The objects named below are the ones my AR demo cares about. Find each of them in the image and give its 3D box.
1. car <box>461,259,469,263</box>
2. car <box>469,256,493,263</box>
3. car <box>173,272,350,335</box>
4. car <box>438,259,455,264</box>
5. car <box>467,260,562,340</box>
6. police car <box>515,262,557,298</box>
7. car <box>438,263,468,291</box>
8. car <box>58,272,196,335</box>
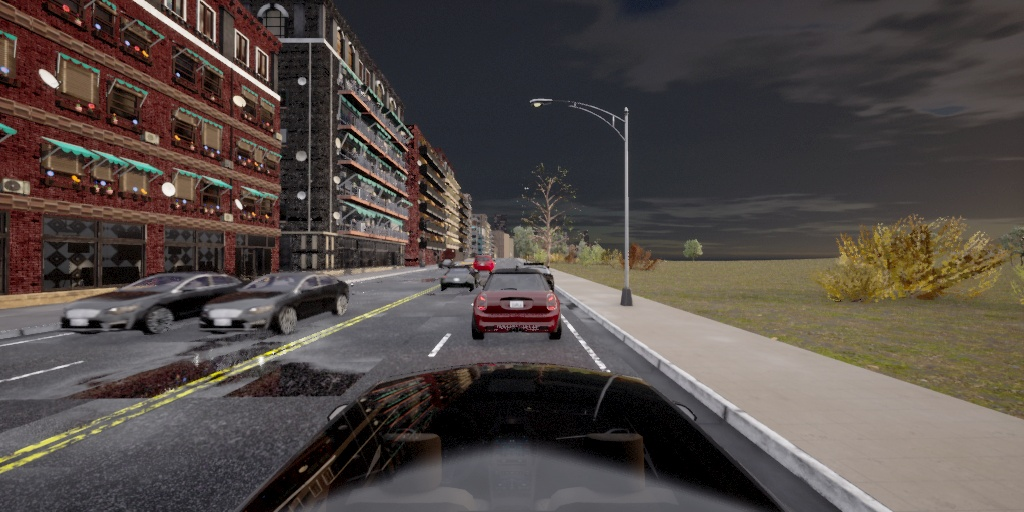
[{"bbox_3d":[-6.486,1.228,53.442,1.882,1.535,5.008,0,0,0],"label":"car"},{"bbox_3d":[-3.073,0.975,39.904,2.150,2.045,5.566,0,0,0],"label":"car"},{"bbox_3d":[-6.582,1.243,10.613,2.128,1.511,4.902,0,0,0],"label":"car"},{"bbox_3d":[-9.735,1.228,53.432,1.882,1.535,5.008,0,0,0],"label":"car"},{"bbox_3d":[0.112,1.103,10.161,2.097,1.767,4.553,0,0,0],"label":"car"},{"bbox_3d":[1.173,1.177,19.656,1.930,1.638,5.238,0,0,0],"label":"police car"},{"bbox_3d":[-3.109,1.316,22.127,1.994,1.385,4.181,0,0,0],"label":"car"},{"bbox_3d":[-9.833,1.243,10.598,2.128,1.511,4.902,0,0,0],"label":"car"}]
